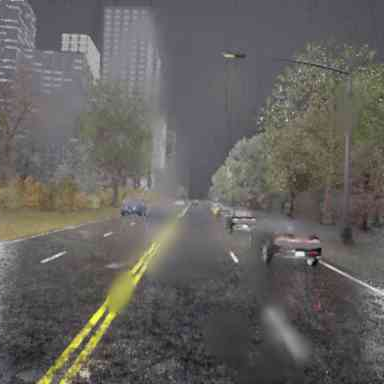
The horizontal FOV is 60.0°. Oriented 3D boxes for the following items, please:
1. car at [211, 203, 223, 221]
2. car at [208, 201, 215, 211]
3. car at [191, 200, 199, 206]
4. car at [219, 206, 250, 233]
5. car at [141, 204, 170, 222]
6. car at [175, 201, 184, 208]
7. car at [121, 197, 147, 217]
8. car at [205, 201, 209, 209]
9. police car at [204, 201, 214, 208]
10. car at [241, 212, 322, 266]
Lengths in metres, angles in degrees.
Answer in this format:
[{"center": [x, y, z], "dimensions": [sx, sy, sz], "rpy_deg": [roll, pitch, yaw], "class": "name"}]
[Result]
[{"center": [3.481, 2.200, 34.420], "dimensions": [2.128, 1.511, 4.902], "rpy_deg": [1, -1, 1], "class": "car"}, {"center": [3.617, 2.308, 45.618], "dimensions": [1.801, 1.575, 5.366], "rpy_deg": [3, -1, 1], "class": "car"}, {"center": [0.743, 2.861, 88.176], "dimensions": [1.812, 1.442, 4.674], "rpy_deg": [2, -1, 1], "class": "car"}, {"center": [3.374, 2.009, 23.418], "dimensions": [2.128, 1.511, 4.902], "rpy_deg": [1, -1, 1], "class": "car"}, {"center": [-3.128, 2.024, 30.863], "dimensions": [1.895, 1.301, 4.718], "rpy_deg": [2, -1, 0], "class": "car"}, {"center": [-2.654, 2.614, 72.369], "dimensions": [1.812, 1.442, 4.674], "rpy_deg": [2, -1, 1], "class": "car"}, {"center": [-6.314, 1.627, 36.826], "dimensions": [2.150, 2.045, 5.566], "rpy_deg": [2, -1, 1], "class": "car"}, {"center": [3.719, 2.506, 56.432], "dimensions": [1.882, 1.535, 5.008], "rpy_deg": [3, -1, 1], "class": "car"}, {"center": [3.895, 2.926, 78.444], "dimensions": [2.038, 1.542, 4.974], "rpy_deg": [2, -1, 1], "class": "police car"}, {"center": [3.444, 1.809, 12.998], "dimensions": [2.128, 1.511, 4.902], "rpy_deg": [3, -1, 0], "class": "car"}]
